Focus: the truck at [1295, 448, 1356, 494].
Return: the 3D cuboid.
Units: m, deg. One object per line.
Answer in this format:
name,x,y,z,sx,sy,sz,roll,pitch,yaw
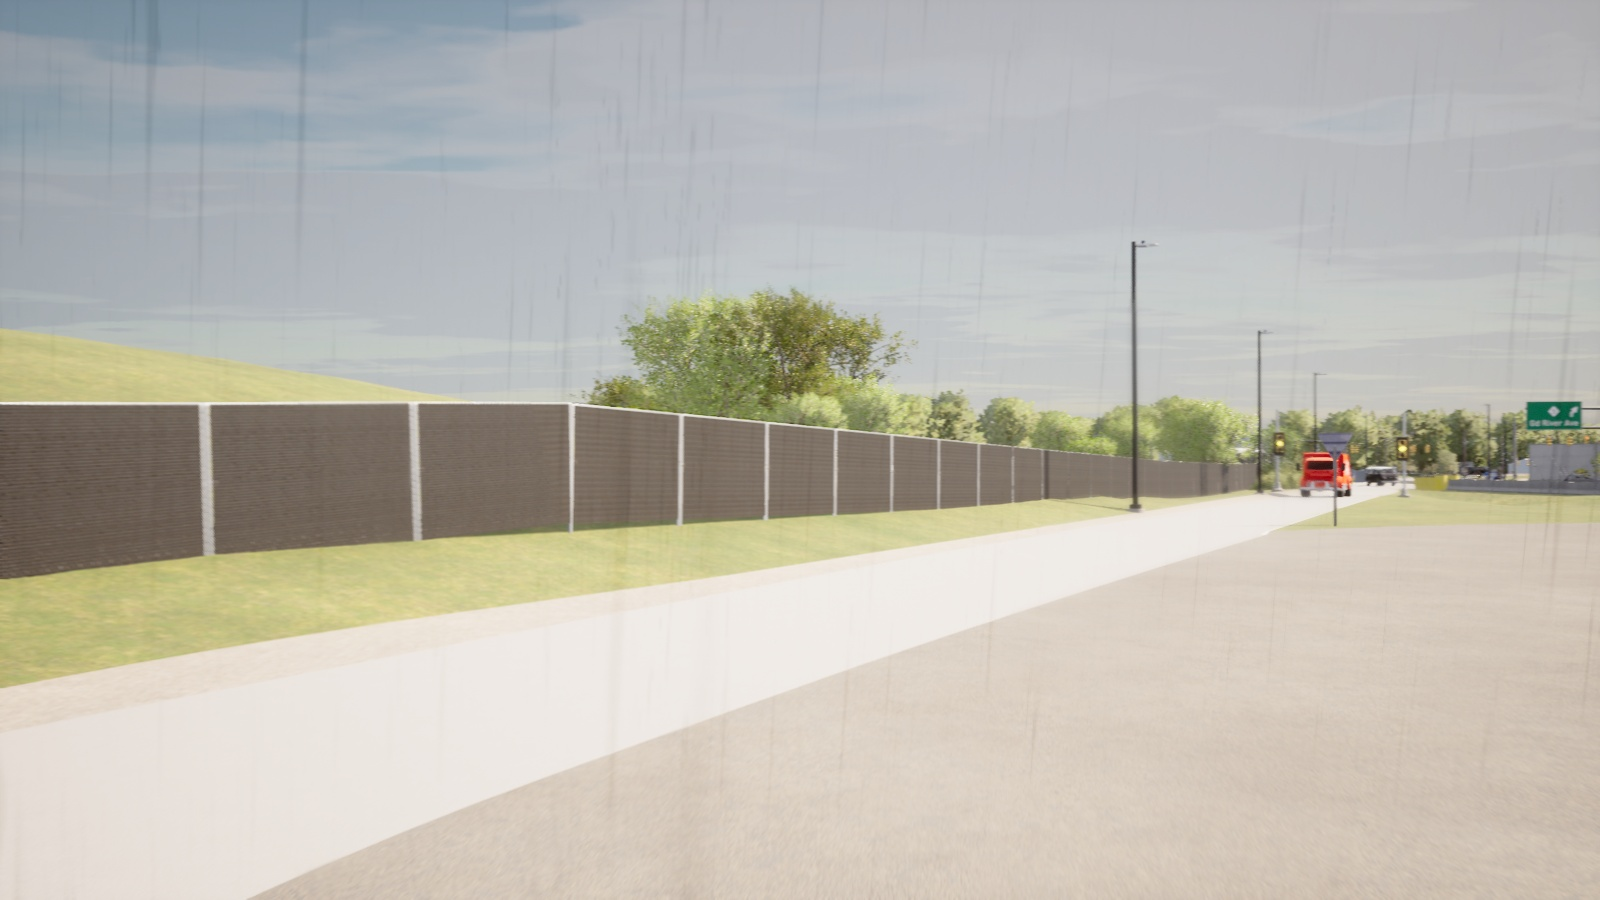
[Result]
truck,29.378,1.161,70.097,2.627,2.467,5.204,-1,-1,28
